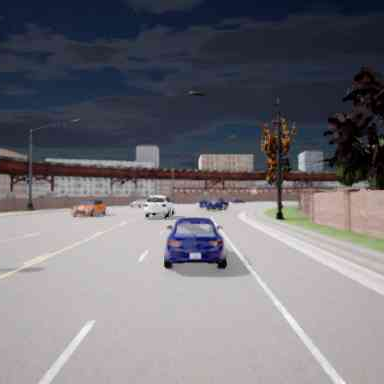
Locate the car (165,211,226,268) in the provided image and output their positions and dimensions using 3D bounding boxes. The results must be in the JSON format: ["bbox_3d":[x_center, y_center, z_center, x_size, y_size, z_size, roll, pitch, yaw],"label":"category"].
[{"bbox_3d":[0.095,1.592,11.406,1.812,1.442,4.674,0,0,0],"label":"car"}]

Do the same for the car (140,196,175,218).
[{"bbox_3d":[-3.065,1.398,32.194,2.150,2.045,5.566,0,0,5],"label":"car"}]

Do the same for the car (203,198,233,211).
[{"bbox_3d":[3.570,1.535,44.887,2.097,1.767,4.553,0,0,21],"label":"car"}]

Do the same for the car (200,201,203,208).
[{"bbox_3d":[3.092,1.704,52.642,1.882,1.535,5.008,-2,-1,32],"label":"car"}]

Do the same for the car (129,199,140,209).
[{"bbox_3d":[-8.245,1.864,53.453,1.812,1.442,4.674,-1,0,25],"label":"car"}]

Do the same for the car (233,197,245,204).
[{"bbox_3d":[9.397,1.841,71.443,4.674,1.442,1.812,0,-1,-43],"label":"car"}]

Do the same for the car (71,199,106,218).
[{"bbox_3d":[-10.160,1.544,32.930,2.097,1.767,4.553,0,0,6],"label":"car"}]
